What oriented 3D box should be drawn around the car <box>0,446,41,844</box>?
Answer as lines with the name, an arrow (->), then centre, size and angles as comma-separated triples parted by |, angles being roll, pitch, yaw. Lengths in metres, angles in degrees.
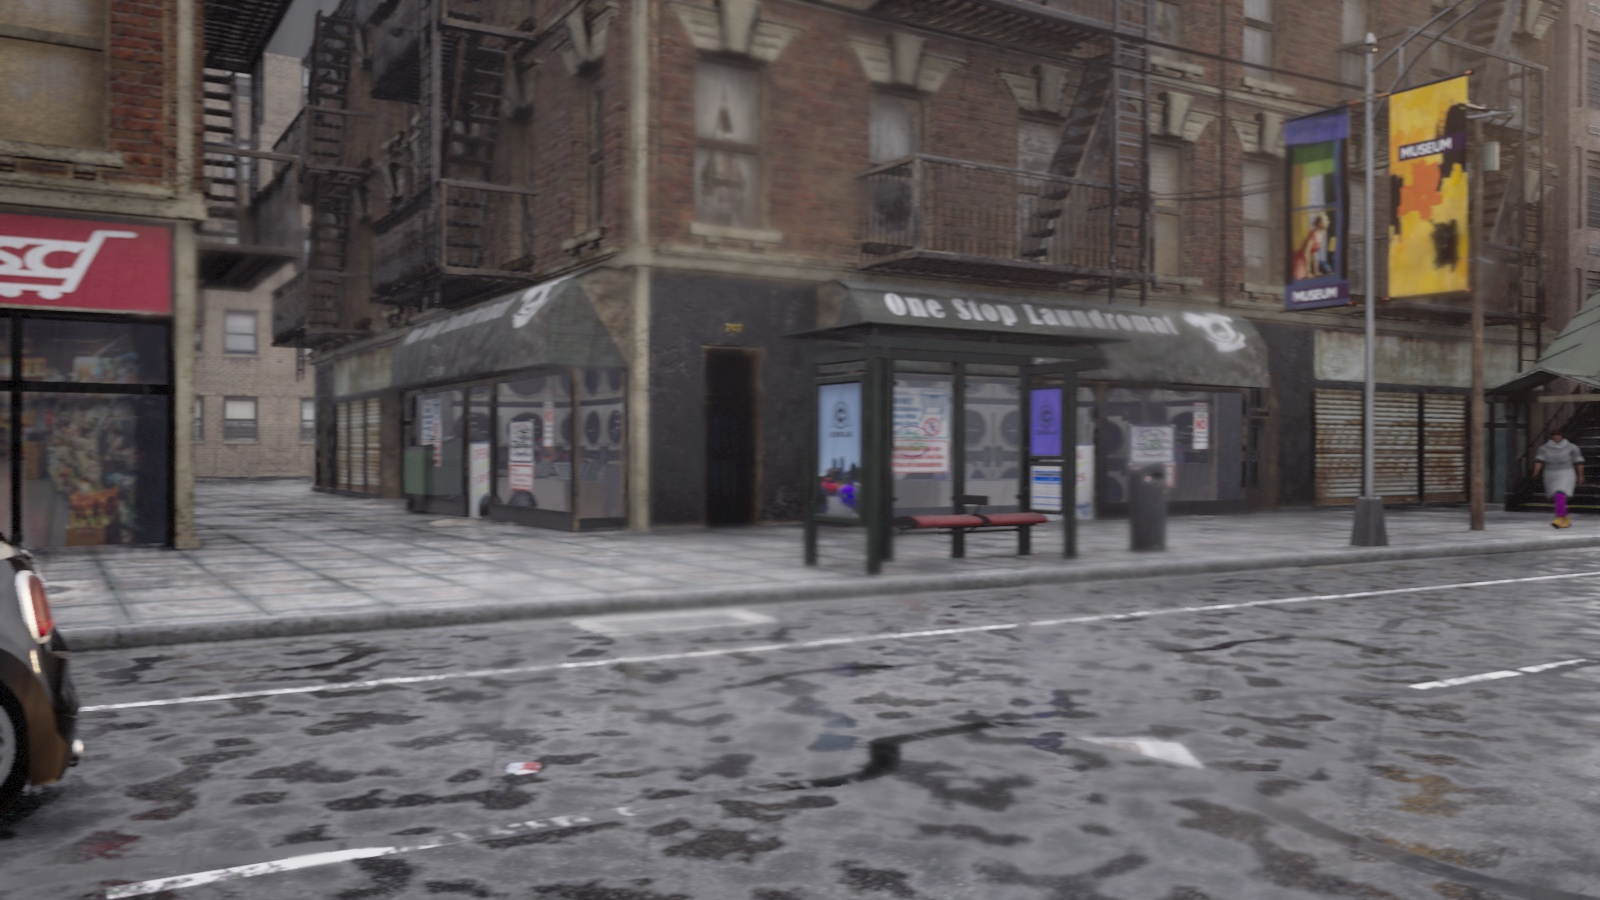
car -> -4.987, 0.726, 4.484 | 3.806, 1.475, 1.970 | 0, 0, -34

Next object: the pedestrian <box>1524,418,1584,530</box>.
pedestrian -> 13.499, 0.418, 22.470 | 0.873, 1.952, 0.659 | 0, 0, -39
